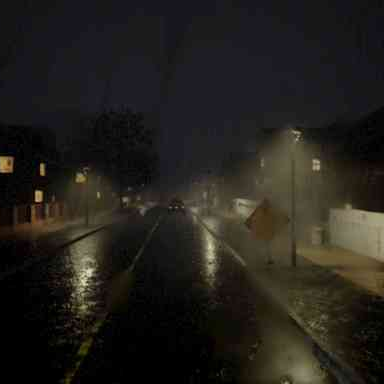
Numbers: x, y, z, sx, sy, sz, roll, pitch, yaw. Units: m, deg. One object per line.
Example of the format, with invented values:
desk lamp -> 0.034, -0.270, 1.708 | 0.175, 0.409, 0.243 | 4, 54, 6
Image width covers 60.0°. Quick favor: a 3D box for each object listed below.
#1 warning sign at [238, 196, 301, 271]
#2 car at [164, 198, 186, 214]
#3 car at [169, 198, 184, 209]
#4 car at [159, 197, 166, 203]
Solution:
warning sign -> 2.068, 1.090, 9.096 | 1.300, 1.860, 1.060 | -3, -3, -3
car -> -1.646, 1.589, 35.559 | 2.033, 1.411, 5.357 | -1, 0, -3
car -> -2.317, 1.642, 48.837 | 2.033, 1.411, 5.357 | -1, 0, -3
car -> -6.551, 1.784, 76.163 | 2.033, 1.411, 5.357 | -1, 0, -3
